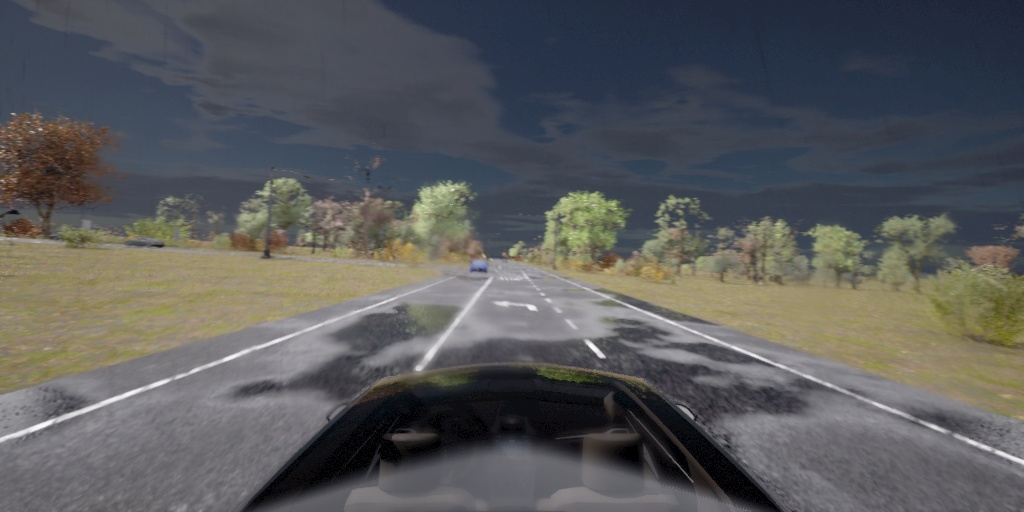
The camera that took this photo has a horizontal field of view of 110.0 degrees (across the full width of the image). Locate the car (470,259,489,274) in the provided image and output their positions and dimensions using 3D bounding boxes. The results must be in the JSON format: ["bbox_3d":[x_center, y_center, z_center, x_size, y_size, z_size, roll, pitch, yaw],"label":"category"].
[{"bbox_3d":[-3.659,1.153,40.738,1.882,1.535,5.008,3,2,0],"label":"car"}]
